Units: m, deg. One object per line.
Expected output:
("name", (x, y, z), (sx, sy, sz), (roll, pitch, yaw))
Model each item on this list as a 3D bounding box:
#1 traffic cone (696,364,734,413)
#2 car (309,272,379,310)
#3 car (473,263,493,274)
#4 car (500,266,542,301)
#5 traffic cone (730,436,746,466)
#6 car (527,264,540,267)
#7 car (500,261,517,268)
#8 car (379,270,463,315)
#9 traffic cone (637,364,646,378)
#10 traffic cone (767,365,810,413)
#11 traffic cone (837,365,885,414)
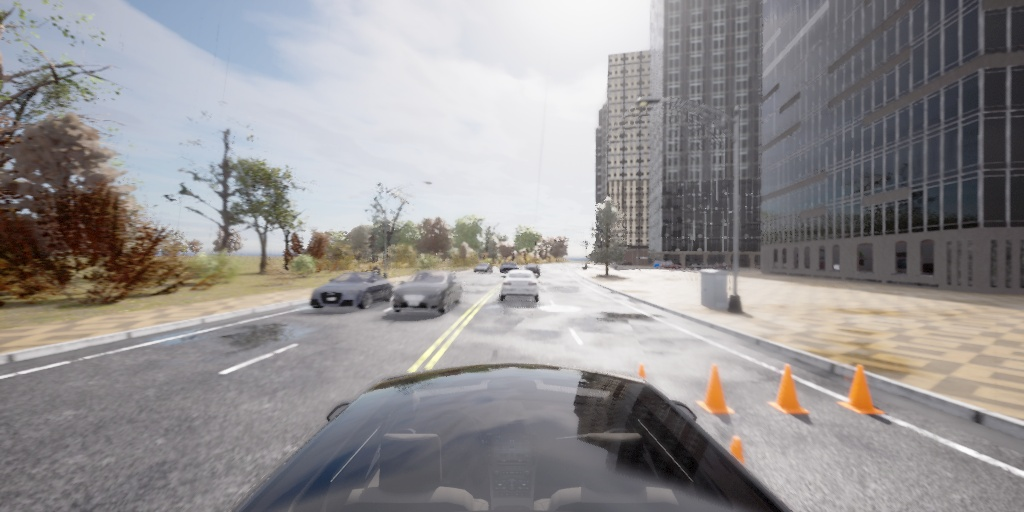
("traffic cone", (2.747, 1.767, 4.862), (0.340, 0.580, 0.340), (0, 0, -1))
("car", (-6.380, 1.360, 14.785), (1.994, 1.385, 4.181), (1, -1, 2))
("car", (-3.802, 1.684, 48.502), (2.033, 1.411, 5.357), (1, -1, 7))
("car", (0.447, 1.437, 18.563), (1.812, 1.442, 4.674), (1, 0, 3))
("traffic cone", (1.778, 1.737, 2.847), (0.340, 0.580, 0.340), (0, 0, -1))
("car", (2.632, 1.713, 45.571), (1.812, 1.442, 4.674), (1, -1, 7))
("car", (-0.387, 1.537, 49.191), (2.097, 1.767, 4.553), (1, -1, 8))
("car", (-3.152, 1.321, 14.231), (2.128, 1.511, 4.902), (1, -1, 2))
("traffic cone", (1.747, 1.755, 4.847), (0.340, 0.580, 0.340), (0, 0, -1))
("traffic cone", (3.747, 1.779, 4.877), (0.340, 0.580, 0.340), (0, 0, -1))
("traffic cone", (4.747, 1.790, 4.893), (0.340, 0.580, 0.340), (0, 0, -1))
